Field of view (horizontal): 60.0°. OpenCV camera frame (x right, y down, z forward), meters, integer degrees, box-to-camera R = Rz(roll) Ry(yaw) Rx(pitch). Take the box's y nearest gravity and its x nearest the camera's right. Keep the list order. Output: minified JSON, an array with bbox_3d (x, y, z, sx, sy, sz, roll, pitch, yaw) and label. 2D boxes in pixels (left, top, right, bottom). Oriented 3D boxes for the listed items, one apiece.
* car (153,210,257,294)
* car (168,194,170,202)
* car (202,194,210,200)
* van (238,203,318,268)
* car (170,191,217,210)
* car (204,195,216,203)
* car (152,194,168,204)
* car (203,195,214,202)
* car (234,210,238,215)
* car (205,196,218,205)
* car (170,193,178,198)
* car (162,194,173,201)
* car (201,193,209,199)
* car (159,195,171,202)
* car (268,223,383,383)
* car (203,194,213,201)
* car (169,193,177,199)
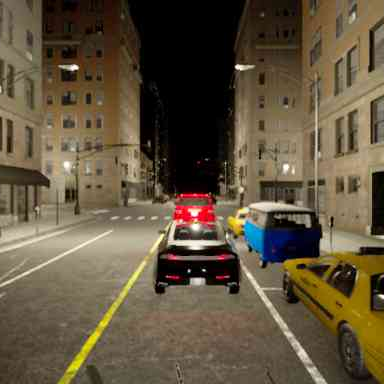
[{"bbox_3d":[0.111,1.447,8.641,2.128,1.511,4.902,0,0,0],"label":"car"},{"bbox_3d":[-5.376,1.258,59.692,1.947,1.339,4.313,1,0,1],"label":"car"},{"bbox_3d":[3.464,1.139,81.697,1.947,1.339,4.313,1,0,1],"label":"car"},{"bbox_3d":[2.693,1.286,10.709,1.690,1.788,3.998,1,0,0],"label":"van"},{"bbox_3d":[0.128,1.126,18.825,2.150,2.045,5.566,0,0,0],"label":"car"},{"bbox_3d":[3.149,1.237,59.576,1.887,1.381,4.507,1,0,1],"label":"car"},{"bbox_3d":[-5.455,1.304,54.164,1.802,1.307,4.206,1,0,1],"label":"car"},{"bbox_3d":[3.228,1.214,65.106,2.008,1.369,4.403,1,0,1],"label":"car"},{"bbox_3d":[2.700,1.441,16.553,1.752,1.417,4.829,1,0,0],"label":"car"},{"bbox_3d":[3.070,1.287,54.046,1.947,1.339,4.313,1,0,1],"label":"car"},{"bbox_3d":[-4.903,1.079,92.865,1.947,1.339,4.313,1,0,1],"label":"car"},{"bbox_3d":[-5.218,1.178,70.750,1.887,1.381,4.507,1,0,1],"label":"car"},{"bbox_3d":[3.622,1.063,92.757,2.008,1.369,4.403,1,0,1],"label":"car"},{"bbox_3d":[-5.297,1.214,65.221,2.008,1.369,4.403,1,0,1],"label":"car"},{"bbox_3d":[2.683,1.498,5.207,1.752,1.417,4.829,1,0,0],"label":"car"},{"bbox_3d":[3.307,1.178,70.636,1.887,1.381,4.507,1,0,1],"label":"car"},{"bbox_3d":[-4.984,1.070,87.166,1.752,1.417,4.829,1,0,1],"label":"car"}]
